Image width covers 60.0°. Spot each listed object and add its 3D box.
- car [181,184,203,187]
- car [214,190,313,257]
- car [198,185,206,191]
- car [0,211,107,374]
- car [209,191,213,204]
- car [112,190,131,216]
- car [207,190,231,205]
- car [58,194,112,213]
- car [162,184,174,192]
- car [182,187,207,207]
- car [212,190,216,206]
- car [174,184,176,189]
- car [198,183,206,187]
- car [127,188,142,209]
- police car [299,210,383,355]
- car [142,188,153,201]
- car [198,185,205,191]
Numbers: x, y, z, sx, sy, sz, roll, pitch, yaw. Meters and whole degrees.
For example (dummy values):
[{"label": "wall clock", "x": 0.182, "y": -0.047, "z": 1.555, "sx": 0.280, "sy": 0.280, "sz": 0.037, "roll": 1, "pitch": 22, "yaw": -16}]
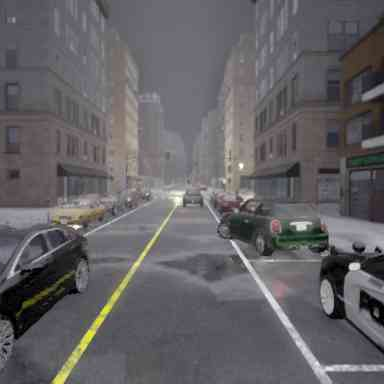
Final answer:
[{"label": "car", "x": -0.064, "y": 0.068, "z": 45.932, "sx": 2.128, "sy": 1.511, "sz": 4.902, "roll": 0, "pitch": 2, "yaw": -3}, {"label": "car", "x": 2.595, "y": 0.984, "z": 11.640, "sx": 2.097, "sy": 1.767, "sz": 4.553, "roll": -1, "pitch": 2, "yaw": -15}, {"label": "car", "x": 2.553, "y": -0.959, "z": 83.621, "sx": 1.947, "sy": 1.339, "sz": 4.313, "roll": 0, "pitch": 2, "yaw": -1}, {"label": "car", "x": -3.097, "y": 1.323, "z": 5.248, "sx": 2.128, "sy": 1.511, "sz": 4.902, "roll": 0, "pitch": 2, "yaw": 0}, {"label": "car", "x": 2.698, "y": 0.652, "z": 28.720, "sx": 1.887, "sy": 1.381, "sz": 4.507, "roll": 0, "pitch": 2, "yaw": 0}, {"label": "car", "x": -5.832, "y": 0.826, "z": 23.229, "sx": 2.008, "sy": 1.369, "sz": 4.403, "roll": 0, "pitch": 2, "yaw": 0}, {"label": "car", "x": 2.702, "y": 0.491, "z": 34.209, "sx": 2.008, "sy": 1.369, "sz": 4.403, "roll": 0, "pitch": 2, "yaw": 0}, {"label": "car", "x": -5.837, "y": 0.975, "z": 17.569, "sx": 1.752, "sy": 1.417, "sz": 4.829, "roll": 0, "pitch": 2, "yaw": 0}, {"label": "car", "x": -5.924, "y": -0.814, "z": 78.046, "sx": 2.008, "sy": 1.369, "sz": 4.403, "roll": 0, "pitch": 2, "yaw": -1}, {"label": "car", "x": 0.105, "y": 0.538, "z": 30.696, "sx": 2.128, "sy": 1.511, "sz": 4.902, "roll": 0, "pitch": 2, "yaw": 0}, {"label": "car", "x": 2.695, "y": 0.819, "z": 23.231, "sx": 1.887, "sy": 1.381, "sz": 4.507, "roll": 0, "pitch": 2, "yaw": 0}, {"label": "car", "x": -6.020, "y": -1.135, "z": 89.057, "sx": 1.887, "sy": 1.381, "sz": 4.507, "roll": 0, "pitch": 2, "yaw": -1}, {"label": "car", "x": 2.601, "y": -0.822, "z": 78.116, "sx": 1.887, "sy": 1.381, "sz": 4.507, "roll": 0, "pitch": 2, "yaw": -1}, {"label": "car", "x": -5.827, "y": 0.548, "z": 28.716, "sx": 1.967, "sy": 1.590, "sz": 4.097, "roll": 0, "pitch": 2, "yaw": 0}, {"label": "police car", "x": 3.137, "y": 1.296, "z": 3.967, "sx": 1.930, "sy": 1.638, "sz": 5.238, "roll": 0, "pitch": 2, "yaw": 0}, {"label": "car", "x": -5.819, "y": 0.215, "z": 39.698, "sx": 1.967, "sy": 1.590, "sz": 4.097, "roll": 0, "pitch": 2, "yaw": 0}, {"label": "car", "x": 2.503, "y": -1.161, "z": 89.295, "sx": 1.752, "sy": 1.417, "sz": 4.829, "roll": 0, "pitch": 2, "yaw": -1}]
